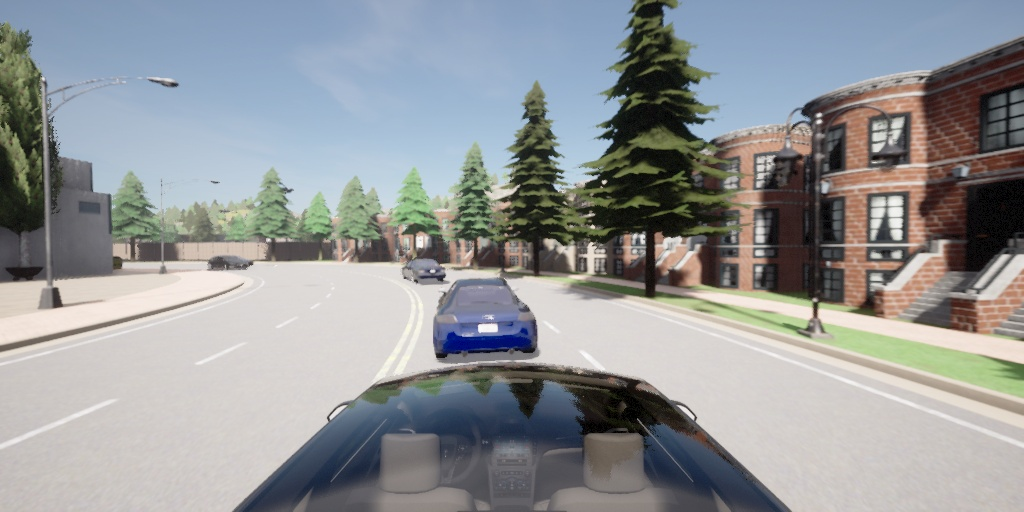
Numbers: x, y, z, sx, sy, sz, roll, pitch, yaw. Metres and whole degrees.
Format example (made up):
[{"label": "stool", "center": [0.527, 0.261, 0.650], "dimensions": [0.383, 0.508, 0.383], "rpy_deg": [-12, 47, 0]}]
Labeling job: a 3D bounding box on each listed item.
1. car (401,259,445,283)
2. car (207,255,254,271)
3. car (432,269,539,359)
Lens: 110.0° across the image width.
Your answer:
[{"label": "car", "center": [-5.757, 0.882, 22.976], "dimensions": [2.033, 1.411, 5.357], "rpy_deg": [-1, 1, -28]}, {"label": "car", "center": [-28.406, 0.671, 35.823], "dimensions": [4.892, 1.490, 1.837], "rpy_deg": [0, 1, 27]}, {"label": "car", "center": [-0.727, 1.183, 8.217], "dimensions": [1.994, 1.385, 4.181], "rpy_deg": [0, 1, -9]}]
